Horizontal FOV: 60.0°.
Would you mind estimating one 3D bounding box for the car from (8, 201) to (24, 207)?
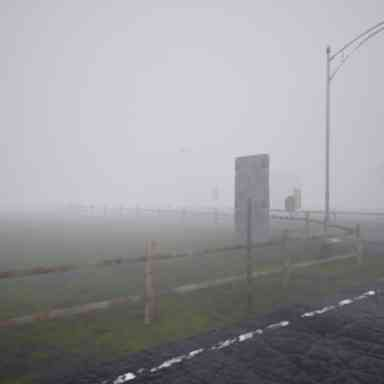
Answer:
[{"bbox_3d":[-41.028,2.830,77.425,5.008,1.535,1.882,-1,-1,40],"label":"car"}]

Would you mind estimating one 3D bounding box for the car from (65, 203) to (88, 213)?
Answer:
[{"bbox_3d":[-17.847,2.442,51.292,2.128,1.511,4.902,1,-1,-43],"label":"car"}]
